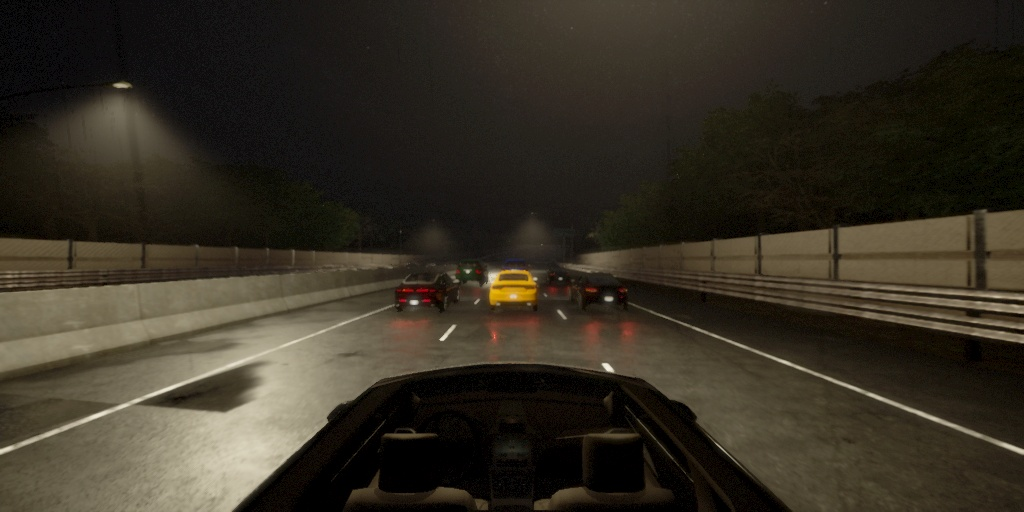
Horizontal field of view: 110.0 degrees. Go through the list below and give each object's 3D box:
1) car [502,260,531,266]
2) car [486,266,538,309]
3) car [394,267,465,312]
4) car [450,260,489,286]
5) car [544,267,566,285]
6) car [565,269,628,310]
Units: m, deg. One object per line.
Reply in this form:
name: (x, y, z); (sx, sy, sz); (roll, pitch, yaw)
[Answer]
car: (0.319, 1.306, 28.998); (2.150, 2.045, 5.566); (0, -1, 2)
car: (0.112, 1.380, 15.797); (1.882, 1.535, 5.008); (0, 0, 1)
car: (-3.406, 1.401, 15.087); (1.837, 1.490, 4.892); (0, 0, 1)
car: (-3.179, 1.306, 29.083); (2.150, 2.045, 5.566); (0, 0, 2)
car: (3.871, 1.625, 30.265); (1.812, 1.442, 4.674); (0, -1, 2)
car: (3.604, 1.424, 15.413); (1.812, 1.442, 4.674); (0, 0, 1)
